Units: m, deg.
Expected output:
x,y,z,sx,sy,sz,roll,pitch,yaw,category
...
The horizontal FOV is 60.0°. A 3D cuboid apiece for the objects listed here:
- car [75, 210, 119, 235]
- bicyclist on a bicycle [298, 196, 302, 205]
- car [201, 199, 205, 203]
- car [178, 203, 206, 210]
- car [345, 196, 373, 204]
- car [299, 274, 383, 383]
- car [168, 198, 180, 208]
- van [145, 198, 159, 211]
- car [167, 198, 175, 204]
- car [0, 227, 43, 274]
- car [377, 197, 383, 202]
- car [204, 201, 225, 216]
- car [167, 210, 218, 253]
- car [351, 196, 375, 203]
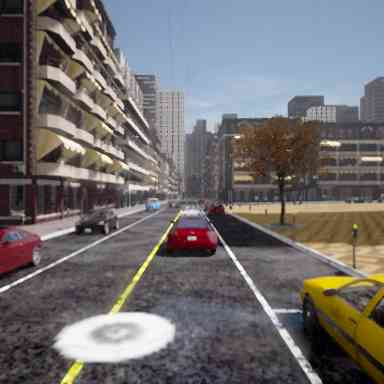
x,y,z,sx,sy,sz,roll,pitch,yaw,category
-5.700,1.758,20.395,1.947,1.339,4.313,0,-1,0,car
20.233,1.629,62.356,0.582,1.620,1.656,-1,0,-1,bicyclist on a bicycle
2.674,2.010,48.027,1.887,1.381,4.507,0,-1,0,car
-0.003,1.877,29.104,1.895,1.301,4.718,0,-1,0,car
32.455,1.694,65.469,4.403,1.369,2.008,-1,1,-1,car
2.682,1.563,3.987,1.752,1.417,4.829,0,-1,0,car
-3.014,2.065,58.413,2.128,1.511,4.902,0,-1,0,car
-5.708,1.807,48.028,1.690,1.788,3.998,0,-1,0,van
-5.713,2.473,91.500,2.008,1.369,4.403,-1,-1,0,car
-5.699,1.670,9.341,1.802,1.307,4.206,0,-1,0,car
43.473,1.538,74.009,4.403,1.369,2.008,-1,1,-1,car
2.676,1.898,36.976,1.887,1.381,4.507,0,-1,0,car
0.002,1.699,14.320,1.994,1.385,4.181,0,0,0,car
37.905,1.640,73.928,4.313,1.339,1.947,-1,1,-1,car
